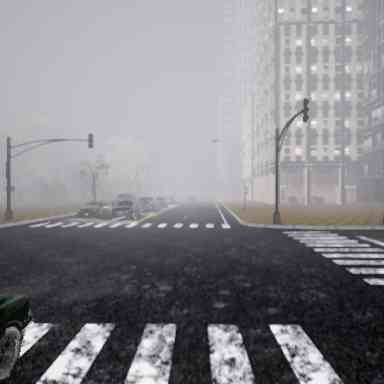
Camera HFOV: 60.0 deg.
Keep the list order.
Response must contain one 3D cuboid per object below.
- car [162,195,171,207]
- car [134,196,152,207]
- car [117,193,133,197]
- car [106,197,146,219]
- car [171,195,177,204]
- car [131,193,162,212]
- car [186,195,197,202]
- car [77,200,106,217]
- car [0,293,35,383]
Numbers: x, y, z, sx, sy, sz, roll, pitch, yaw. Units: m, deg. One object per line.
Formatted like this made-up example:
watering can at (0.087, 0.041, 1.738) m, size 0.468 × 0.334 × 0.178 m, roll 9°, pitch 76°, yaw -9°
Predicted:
car at (-4.541, 1.425, 47.689) m, size 1.812 × 1.442 × 4.674 m, roll 0°, pitch 0°, yaw 3°
car at (-7.563, 1.367, 51.942) m, size 1.882 × 1.535 × 5.008 m, roll 0°, pitch 0°, yaw 4°
car at (-8.152, 1.128, 41.072) m, size 2.150 × 2.045 × 5.566 m, roll 0°, pitch 0°, yaw 4°
car at (-5.557, 1.438, 28.548) m, size 1.837 × 1.490 × 4.892 m, roll 0°, pitch 0°, yaw 3°
car at (-3.834, 1.371, 60.075) m, size 2.128 × 1.511 × 4.902 m, roll 0°, pitch 0°, yaw 3°
car at (-5.079, 1.268, 37.680) m, size 2.097 × 1.767 × 4.553 m, roll 0°, pitch 0°, yaw 3°
car at (-0.061, 1.395, 69.810) m, size 1.812 × 1.442 × 4.674 m, roll 0°, pitch 0°, yaw 3°
car at (-8.711, 1.474, 30.490) m, size 2.033 × 1.411 × 5.357 m, roll 0°, pitch 0°, yaw 3°
car at (-3.087, 1.593, 2.416) m, size 1.895 × 1.301 × 4.718 m, roll 0°, pitch 0°, yaw 0°
